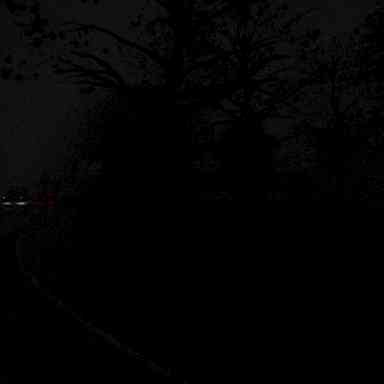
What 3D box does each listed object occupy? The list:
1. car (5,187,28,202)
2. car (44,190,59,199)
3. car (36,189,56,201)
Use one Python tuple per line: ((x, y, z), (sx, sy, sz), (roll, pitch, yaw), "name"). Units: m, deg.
((-24.053, 0.280, 45.813), (2.150, 2.045, 5.566), (1, 1, -18), "car")
((-24.839, 0.383, 58.830), (2.033, 1.411, 5.357), (1, 1, -18), "car")
((-21.725, 0.390, 49.288), (2.097, 1.767, 4.553), (1, 1, -18), "car")
